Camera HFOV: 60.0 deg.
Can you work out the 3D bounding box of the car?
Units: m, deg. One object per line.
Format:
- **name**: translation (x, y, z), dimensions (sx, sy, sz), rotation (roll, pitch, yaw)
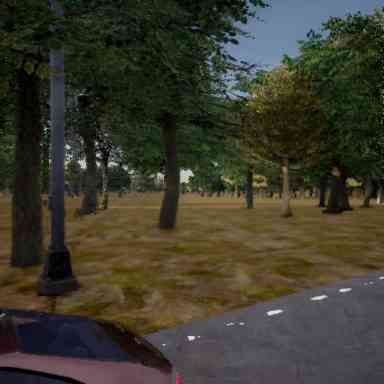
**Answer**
- **car**: translation (-2.040, 1.564, 1.922), dimensions (4.181, 1.385, 1.994), rotation (0, 0, -36)
